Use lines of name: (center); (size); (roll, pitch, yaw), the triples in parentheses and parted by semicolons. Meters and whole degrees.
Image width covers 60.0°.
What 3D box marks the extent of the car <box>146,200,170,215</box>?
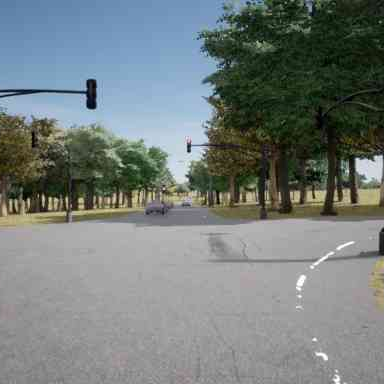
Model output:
car: (-4.172, 1.738, 39.408); (2.097, 1.767, 4.553); (0, -1, 0)

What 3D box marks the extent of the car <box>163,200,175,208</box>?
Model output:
car: (-4.707, 2.455, 68.225); (2.128, 1.511, 4.902); (0, -2, -1)

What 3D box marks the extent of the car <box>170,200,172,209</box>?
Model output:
car: (-4.336, 2.143, 48.410); (1.895, 1.301, 4.718); (0, -1, -1)

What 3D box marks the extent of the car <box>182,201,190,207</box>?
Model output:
car: (-1.474, 2.898, 80.621); (1.994, 1.385, 4.181); (0, -2, -1)

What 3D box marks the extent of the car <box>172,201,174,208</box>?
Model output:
car: (-4.554, 2.272, 58.215); (2.033, 1.411, 5.357); (0, -1, -1)
